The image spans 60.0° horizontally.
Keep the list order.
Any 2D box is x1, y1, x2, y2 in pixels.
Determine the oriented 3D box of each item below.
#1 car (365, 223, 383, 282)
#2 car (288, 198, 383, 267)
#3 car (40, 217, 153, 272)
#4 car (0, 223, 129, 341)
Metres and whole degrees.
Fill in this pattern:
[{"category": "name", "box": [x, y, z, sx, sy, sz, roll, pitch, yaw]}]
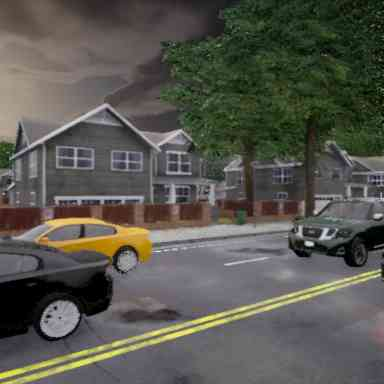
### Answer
[{"category": "car", "box": [6.415, 1.522, 8.022, 4.892, 1.490, 1.837, -1, 0, -35]}, {"category": "car", "box": [5.864, 1.240, 11.792, 5.566, 2.045, 2.150, 0, 0, -35]}, {"category": "car", "box": [-3.519, 1.481, 9.142, 5.008, 1.535, 1.882, 0, 0, -36]}, {"category": "car", "box": [-3.695, 1.477, 4.956, 5.008, 1.535, 1.882, 0, 0, -35]}]
